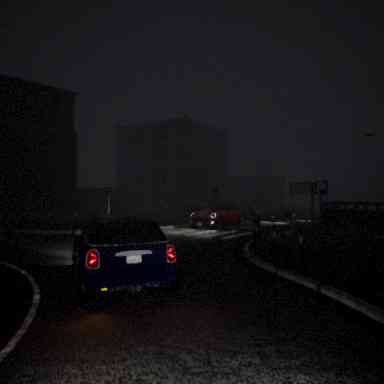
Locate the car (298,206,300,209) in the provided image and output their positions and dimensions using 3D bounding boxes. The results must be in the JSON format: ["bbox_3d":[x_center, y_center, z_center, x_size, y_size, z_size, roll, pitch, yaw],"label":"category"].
[{"bbox_3d":[14.037,3.132,51.048,5.566,2.045,2.435,0,-4,32],"label":"car"}]

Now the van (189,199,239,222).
[{"bbox_3d":[2.129,1.767,32.225,4.442,1.987,1.878,0,-3,32],"label":"van"}]

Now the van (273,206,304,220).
[{"bbox_3d":[15.441,3.335,53.453,4.442,1.987,1.878,0,-4,32],"label":"van"}]

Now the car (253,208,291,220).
[{"bbox_3d":[11.094,3.068,46.296,4.674,1.452,2.002,0,-4,32],"label":"car"}]

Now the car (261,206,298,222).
[{"bbox_3d":[9.216,2.359,34.671,1.837,1.490,4.892,0,-3,32],"label":"car"}]

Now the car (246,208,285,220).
[{"bbox_3d":[9.680,2.899,44.041,4.674,1.452,2.002,0,-4,32],"label":"car"}]

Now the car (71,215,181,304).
[{"bbox_3d":[-1.904,1.354,8.582,2.097,1.767,4.553,0,0,-21],"label":"car"}]

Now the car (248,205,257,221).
[{"bbox_3d":[3.689,2.145,34.502,5.008,1.535,2.097,0,-3,32],"label":"car"}]

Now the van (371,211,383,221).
[{"bbox_3d":[38.082,4.769,65.911,4.442,1.987,1.878,0,-4,32],"label":"van"}]

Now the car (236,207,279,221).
[{"bbox_3d":[8.224,2.711,41.669,4.792,1.488,2.163,0,-4,32],"label":"car"}]

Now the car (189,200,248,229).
[{"bbox_3d":[1.722,1.532,22.823,2.097,1.767,4.553,0,-2,33],"label":"car"}]

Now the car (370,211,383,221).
[{"bbox_3d":[42.452,5.277,73.047,5.566,2.045,2.435,0,-4,32],"label":"car"}]

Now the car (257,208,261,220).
[{"bbox_3d":[6.563,2.501,39.425,5.366,1.575,1.946,0,-4,32],"label":"car"}]

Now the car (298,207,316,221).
[{"bbox_3d":[17.148,3.295,47.249,2.128,1.511,4.902,0,-4,32],"label":"car"}]

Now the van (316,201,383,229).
[{"bbox_3d":[11.433,1.639,23.413,4.442,1.987,1.878,0,-3,32],"label":"van"}]
